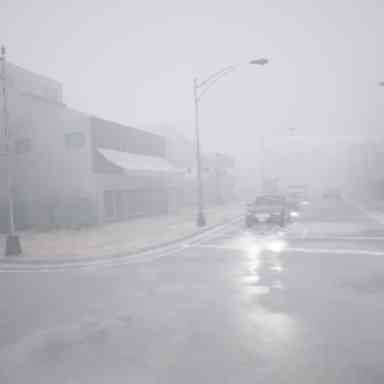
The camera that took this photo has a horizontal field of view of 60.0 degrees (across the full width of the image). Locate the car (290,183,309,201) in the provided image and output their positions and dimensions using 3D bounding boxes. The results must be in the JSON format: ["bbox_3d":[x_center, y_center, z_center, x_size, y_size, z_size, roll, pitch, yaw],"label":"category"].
[{"bbox_3d":[12.976,-0.051,40.596,2.150,2.045,5.566,-2,2,22],"label":"car"}]

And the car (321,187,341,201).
[{"bbox_3d":[15.949,0.131,38.120,2.128,1.511,4.902,-2,1,21],"label":"car"}]

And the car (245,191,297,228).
[{"bbox_3d":[4.084,0.938,17.542,2.128,1.511,4.902,-2,1,21],"label":"car"}]

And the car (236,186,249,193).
[{"bbox_3d":[13.228,-0.387,84.020,2.007,1.523,4.514,-2,1,21],"label":"car"}]

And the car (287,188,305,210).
[{"bbox_3d":[7.864,0.692,27.358,2.033,1.411,5.357,-2,1,21],"label":"car"}]
